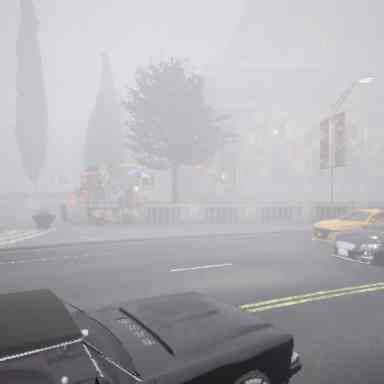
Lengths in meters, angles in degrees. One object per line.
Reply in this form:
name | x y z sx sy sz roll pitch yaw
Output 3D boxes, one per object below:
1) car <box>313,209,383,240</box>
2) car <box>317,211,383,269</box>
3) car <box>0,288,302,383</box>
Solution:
car | 7.656 1.477 14.313 5.008 1.535 1.882 0 0 -14
car | 6.770 1.491 10.421 4.902 1.511 2.128 0 0 -16
car | -1.264 1.601 2.849 4.718 1.301 1.895 0 0 -33
